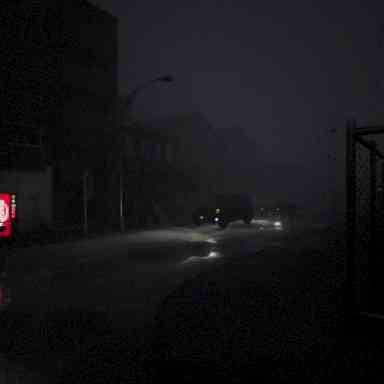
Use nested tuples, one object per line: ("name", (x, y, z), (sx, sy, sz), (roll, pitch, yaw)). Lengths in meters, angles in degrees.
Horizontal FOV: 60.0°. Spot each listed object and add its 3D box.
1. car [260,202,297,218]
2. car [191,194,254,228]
("car", (7.942, 1.556, 30.282), (1.895, 1.301, 4.718), (0, 0, 36))
("car", (2.176, 1.177, 22.236), (2.150, 2.045, 5.566), (0, 0, 36))
